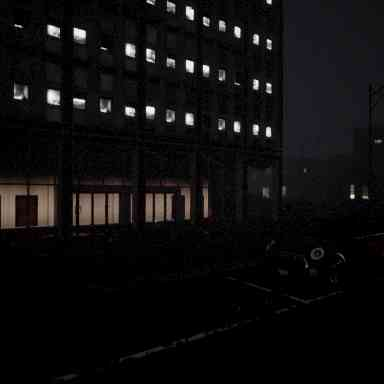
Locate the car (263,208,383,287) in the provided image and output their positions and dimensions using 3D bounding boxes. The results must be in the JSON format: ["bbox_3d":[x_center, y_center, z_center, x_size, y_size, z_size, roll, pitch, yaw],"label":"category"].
[{"bbox_3d":[3.863,1.441,9.316,4.097,1.590,1.967,0,0,-36],"label":"car"}]

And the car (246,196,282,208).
[{"bbox_3d":[9.931,1.339,46.358,1.882,1.535,5.008,0,0,-34],"label":"car"}]

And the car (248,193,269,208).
[{"bbox_3d":[8.600,1.168,43.743,2.192,1.841,5.009,1,0,-35],"label":"car"}]

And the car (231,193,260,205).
[{"bbox_3d":[9.197,1.168,57.616,2.192,1.841,5.009,1,0,-35],"label":"car"}]

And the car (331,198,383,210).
[{"bbox_3d":[17.856,1.468,34.899,2.033,1.411,5.357,0,0,-35],"label":"car"}]

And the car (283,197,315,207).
[{"bbox_3d":[15.492,1.481,48.507,1.802,1.307,4.206,1,0,-35],"label":"car"}]

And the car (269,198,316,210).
[{"bbox_3d":[11.746,1.427,39.188,2.008,1.369,4.403,1,0,-35],"label":"car"}]

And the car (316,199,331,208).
[{"bbox_3d":[18.544,1.447,44.091,1.752,1.417,4.829,1,0,-35],"label":"car"}]
